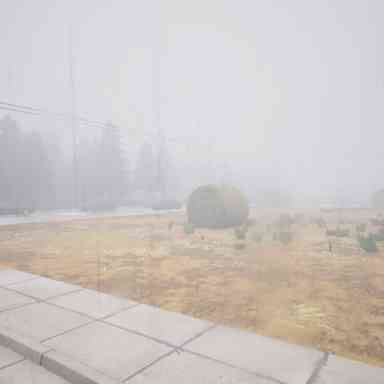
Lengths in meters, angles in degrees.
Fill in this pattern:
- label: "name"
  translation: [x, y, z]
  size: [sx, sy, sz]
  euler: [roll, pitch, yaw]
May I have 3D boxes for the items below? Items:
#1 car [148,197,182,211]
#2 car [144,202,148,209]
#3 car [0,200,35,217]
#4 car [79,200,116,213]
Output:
- label: "car"
  translation: [-3.080, 1.590, 41.781]
  size: [1.994, 1.385, 4.181]
  euler: [0, 0, 37]
- label: "car"
  translation: [-4.516, 1.532, 46.030]
  size: [1.837, 1.490, 4.892]
  euler: [0, 0, 36]
- label: "car"
  translation: [-16.622, 1.518, 29.726]
  size: [2.128, 1.511, 4.902]
  euler: [0, 0, 37]
- label: "car"
  translation: [-10.674, 1.591, 37.750]
  size: [1.994, 1.385, 4.181]
  euler: [0, 0, 36]
